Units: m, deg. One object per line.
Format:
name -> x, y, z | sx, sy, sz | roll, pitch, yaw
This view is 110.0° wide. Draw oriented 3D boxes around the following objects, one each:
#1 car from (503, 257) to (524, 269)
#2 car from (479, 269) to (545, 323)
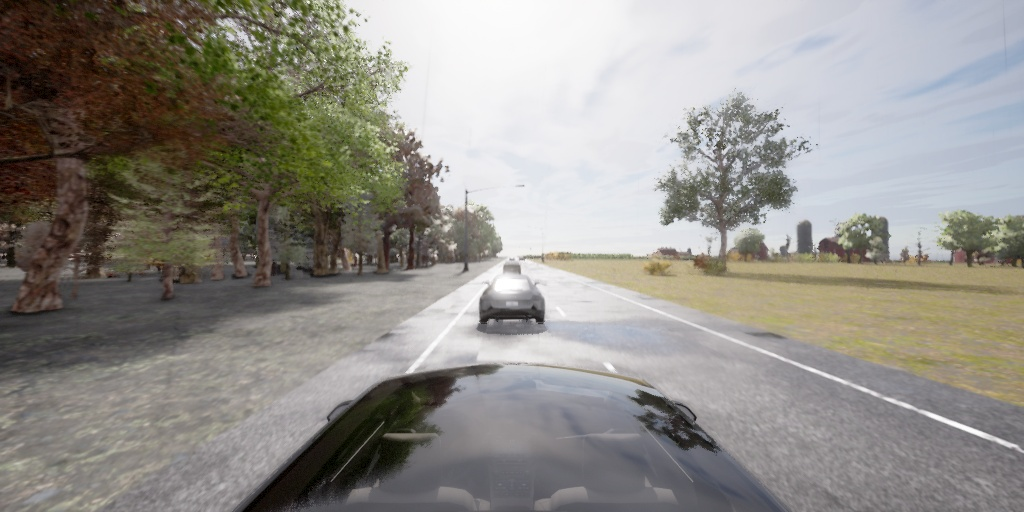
car -> 0.001, 1.210, 38.658 | 1.882, 1.535, 5.008 | 0, 0, 0
car -> 0.003, 1.307, 12.054 | 1.994, 1.385, 4.181 | 0, 0, 0
